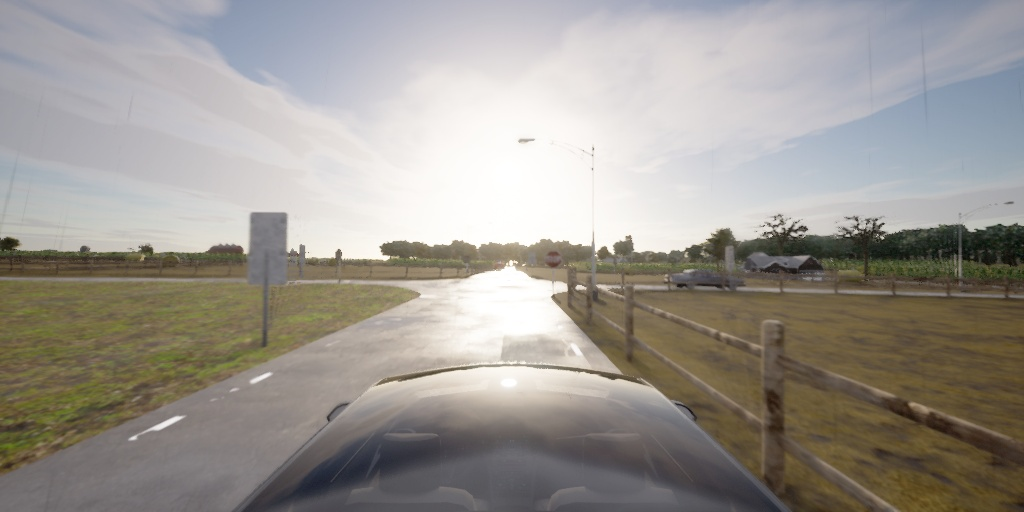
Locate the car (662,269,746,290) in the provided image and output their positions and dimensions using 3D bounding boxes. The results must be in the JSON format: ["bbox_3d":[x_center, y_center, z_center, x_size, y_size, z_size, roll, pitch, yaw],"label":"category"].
[{"bbox_3d":[13.936,1.693,26.212,5.357,1.411,2.033,1,-2,0],"label":"car"}]
